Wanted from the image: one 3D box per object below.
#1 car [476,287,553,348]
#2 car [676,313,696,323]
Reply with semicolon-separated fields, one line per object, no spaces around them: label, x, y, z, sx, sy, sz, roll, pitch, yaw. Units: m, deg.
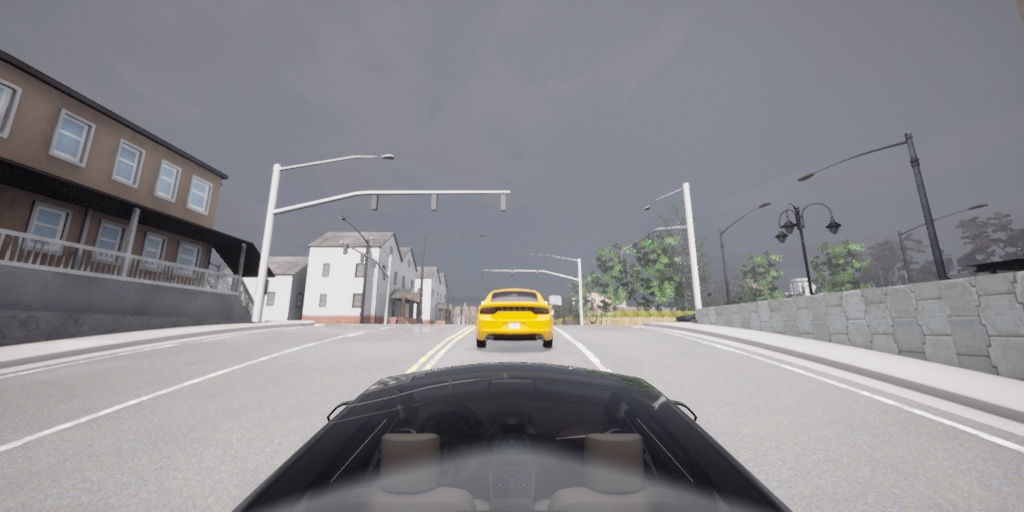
car;0.072;1.718;10.546;1.882;1.535;5.008;0;-7;0
car;16.493;5.245;30.390;5.008;1.535;1.882;0;-12;1
